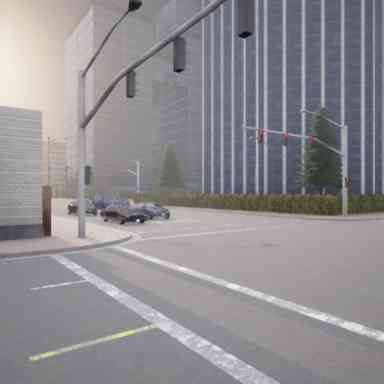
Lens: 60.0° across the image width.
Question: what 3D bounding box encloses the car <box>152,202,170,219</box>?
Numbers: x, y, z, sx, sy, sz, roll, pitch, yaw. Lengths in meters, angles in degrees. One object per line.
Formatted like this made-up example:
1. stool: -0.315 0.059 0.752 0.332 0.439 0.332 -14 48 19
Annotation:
1. car: -3.705 1.576 29.051 1.812 1.442 4.674 0 0 -36

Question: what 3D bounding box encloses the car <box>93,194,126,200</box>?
1. car: -9.368 1.272 36.922 2.150 2.045 5.566 0 0 -36

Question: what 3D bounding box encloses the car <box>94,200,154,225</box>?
1. car: -5.299 1.599 25.237 2.033 1.411 5.357 0 0 -36

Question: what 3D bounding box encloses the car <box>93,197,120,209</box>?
1. car: -12.199 1.541 47.172 2.128 1.511 4.902 0 0 -36

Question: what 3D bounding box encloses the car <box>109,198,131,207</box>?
1. car: -11.270 1.612 51.877 1.994 1.385 4.181 0 0 -36

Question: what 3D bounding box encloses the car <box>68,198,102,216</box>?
1. car: -10.970 1.557 33.146 1.837 1.490 4.892 0 0 -36
